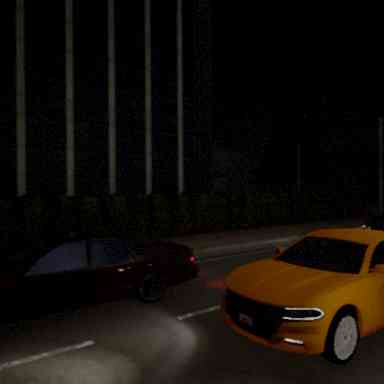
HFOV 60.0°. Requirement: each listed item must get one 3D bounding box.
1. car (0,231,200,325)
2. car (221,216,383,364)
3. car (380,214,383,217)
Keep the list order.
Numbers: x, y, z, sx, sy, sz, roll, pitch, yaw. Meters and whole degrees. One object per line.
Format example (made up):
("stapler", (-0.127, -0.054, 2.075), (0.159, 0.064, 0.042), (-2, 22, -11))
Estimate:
("car", (-2.387, 1.537, 6.588), (5.357, 1.411, 2.033), (-1, 0, -36))
("car", (2.754, 1.432, 5.954), (5.008, 1.535, 1.882), (0, 0, -36))
("car", (10.011, 1.406, 15.397), (5.357, 1.411, 2.033), (-1, 0, -35))
